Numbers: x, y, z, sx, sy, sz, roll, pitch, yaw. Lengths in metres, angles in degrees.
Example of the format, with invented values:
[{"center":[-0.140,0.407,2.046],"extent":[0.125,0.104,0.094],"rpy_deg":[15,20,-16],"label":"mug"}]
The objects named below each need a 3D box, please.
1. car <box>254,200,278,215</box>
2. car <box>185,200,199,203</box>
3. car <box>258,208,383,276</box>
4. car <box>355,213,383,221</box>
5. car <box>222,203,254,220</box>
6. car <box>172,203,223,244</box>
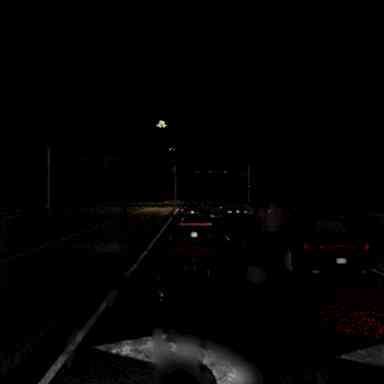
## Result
[{"center":[7.004,1.561,32.103],"extent":[1.837,1.490,4.892],"rpy_deg":[0,0,0],"label":"car"},{"center":[0.005,1.561,31.910],"extent":[1.837,1.490,4.892],"rpy_deg":[0,0,0],"label":"car"},{"center":[3.599,1.496,10.471],"extent":[1.882,1.535,5.008],"rpy_deg":[0,0,0],"label":"car"},{"center":[7.085,1.549,13.042],"extent":[1.812,1.442,4.674],"rpy_deg":[0,0,0],"label":"car"},{"center":[3.529,1.597,28.285],"extent":[2.033,1.411,5.357],"rpy_deg":[0,0,0],"label":"car"},{"center":[0.091,1.521,15.925],"extent":[2.128,1.511,4.902],"rpy_deg":[0,0,0],"label":"car"}]
